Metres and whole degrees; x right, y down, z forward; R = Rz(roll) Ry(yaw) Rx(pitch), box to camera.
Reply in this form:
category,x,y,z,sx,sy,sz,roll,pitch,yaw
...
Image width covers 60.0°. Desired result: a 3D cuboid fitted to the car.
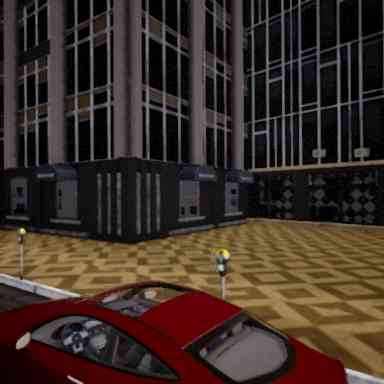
category,x,y,z,sx,sy,sz,roll,pitch,yaw
car,-0.641,1.603,3.332,4.206,1.307,1.802,-1,0,36
